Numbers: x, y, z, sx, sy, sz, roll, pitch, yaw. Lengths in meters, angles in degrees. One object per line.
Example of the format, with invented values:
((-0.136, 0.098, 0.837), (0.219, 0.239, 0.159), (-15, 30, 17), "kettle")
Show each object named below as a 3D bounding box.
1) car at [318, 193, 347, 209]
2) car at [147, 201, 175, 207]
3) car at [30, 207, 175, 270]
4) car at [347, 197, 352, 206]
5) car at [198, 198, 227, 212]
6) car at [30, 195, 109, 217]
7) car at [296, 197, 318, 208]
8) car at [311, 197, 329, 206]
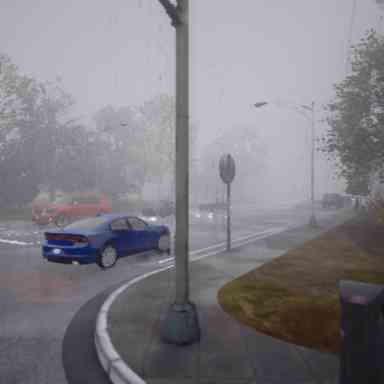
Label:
((19.807, 1.211, 46.721), (2.150, 2.045, 5.566), (0, 0, 32), "car")
((-2.742, 1.543, 31.043), (1.994, 1.385, 4.181), (0, 0, 32), "car")
((-2.578, 1.469, 11.307), (1.882, 1.535, 5.008), (-1, 0, 27), "car")
((25.525, 1.480, 55.784), (2.128, 1.511, 4.902), (0, 0, 32), "car")
((2.599, 1.456, 39.485), (1.882, 1.535, 5.008), (0, 0, 32), "car")
((-8.074, 1.201, 22.669), (2.150, 2.045, 5.566), (0, 0, 30), "car")
((16.228, 1.511, 47.639), (1.812, 1.442, 4.674), (0, 0, 32), "car")
((21.721, 1.586, 56.316), (1.895, 1.301, 4.718), (0, 0, 32), "car")
